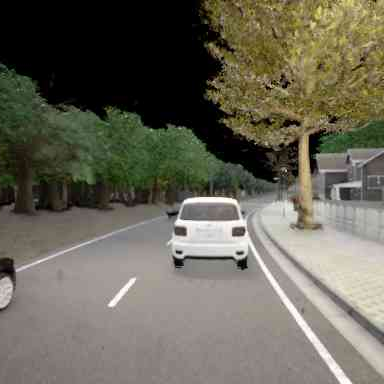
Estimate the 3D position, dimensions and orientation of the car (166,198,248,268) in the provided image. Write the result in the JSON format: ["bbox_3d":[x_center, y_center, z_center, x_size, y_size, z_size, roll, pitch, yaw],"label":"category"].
[{"bbox_3d":[0.660,1.193,11.327,2.150,2.045,5.566,0,0,5],"label":"car"}]

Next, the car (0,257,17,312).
[{"bbox_3d":[-4.470,1.453,4.635,1.882,1.535,5.008,0,0,2],"label":"car"}]

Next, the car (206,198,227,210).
[{"bbox_3d":[3.306,1.567,44.759,1.994,1.385,4.181,0,0,16],"label":"car"}]

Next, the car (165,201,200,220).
[{"bbox_3d":[-0.677,1.526,28.098,1.895,1.301,4.718,0,0,12],"label":"car"}]

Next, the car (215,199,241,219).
[{"bbox_3d":[3.323,1.411,29.650,1.882,1.535,5.008,0,0,12],"label":"car"}]
